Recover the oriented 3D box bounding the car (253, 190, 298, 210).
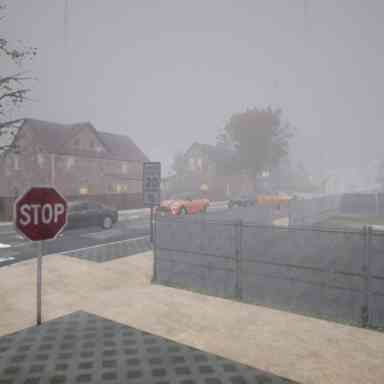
[{"bbox_3d":[7.772,0.626,30.409,2.097,1.767,4.553,1,2,35],"label":"car"}]

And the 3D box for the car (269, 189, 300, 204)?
[{"bbox_3d":[11.309,0.483,40.394,2.128,1.511,4.902,1,2,36],"label":"car"}]

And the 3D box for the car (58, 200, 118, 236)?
[{"bbox_3d":[-5.849,1.189,16.349,1.837,1.490,4.892,1,2,36],"label":"car"}]

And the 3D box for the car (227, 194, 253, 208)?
[{"bbox_3d":[5.213,0.837,31.886,1.895,1.301,4.718,1,2,35],"label":"car"}]

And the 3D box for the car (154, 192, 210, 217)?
[{"bbox_3d":[-0.617,0.824,23.698,2.097,1.767,4.553,1,2,35],"label":"car"}]
